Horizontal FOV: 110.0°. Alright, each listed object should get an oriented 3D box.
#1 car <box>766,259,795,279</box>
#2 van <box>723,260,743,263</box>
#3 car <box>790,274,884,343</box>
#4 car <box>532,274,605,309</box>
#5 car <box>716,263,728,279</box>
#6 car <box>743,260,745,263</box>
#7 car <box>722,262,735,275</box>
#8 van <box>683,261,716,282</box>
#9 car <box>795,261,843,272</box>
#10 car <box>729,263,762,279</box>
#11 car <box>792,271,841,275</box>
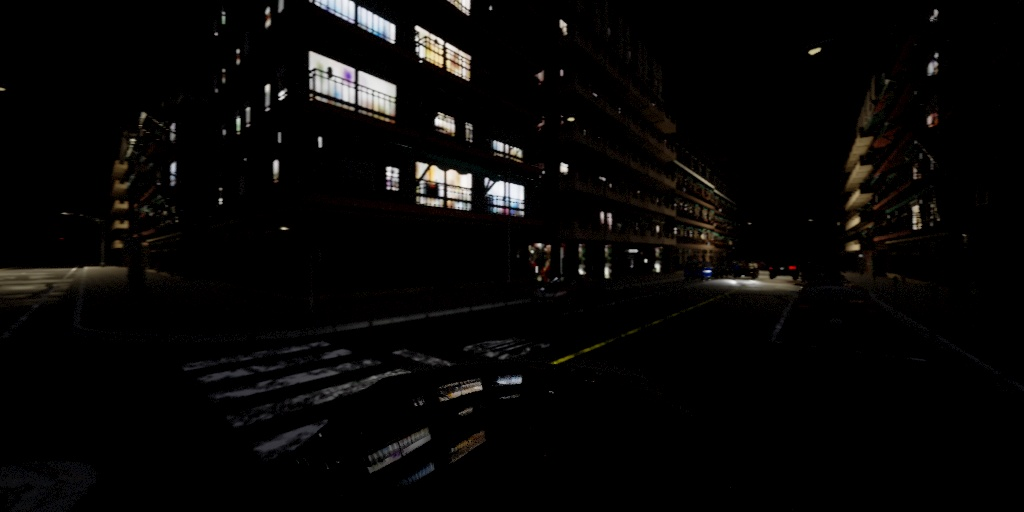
[{"bbox_3d":[27.721,1.338,36.526,2.150,2.045,5.566,0,0,41],"label":"car"},{"bbox_3d":[27.767,1.511,45.592,1.690,1.789,3.998,0,0,40],"label":"van"},{"bbox_3d":[8.968,1.396,10.043,1.888,1.381,4.507,0,0,40],"label":"car"},{"bbox_3d":[2.563,1.426,15.396,1.802,1.307,4.207,0,0,40],"label":"car"},{"bbox_3d":[20.516,1.657,36.889,1.802,1.307,4.207,0,0,40],"label":"car"},{"bbox_3d":[31.375,1.533,49.956,2.192,1.841,5.009,0,0,40],"label":"car"},{"bbox_3d":[24.144,1.705,41.237,1.802,1.307,4.207,0,0,40],"label":"car"},{"bbox_3d":[16.885,1.369,32.542,1.690,1.789,3.998,0,0,40],"label":"van"},{"bbox_3d":[19.641,1.302,22.820,2.192,1.841,5.009,0,0,40],"label":"car"},{"bbox_3d":[24.510,1.704,37.523,1.895,1.301,4.718,0,0,40],"label":"car"},{"bbox_3d":[12.380,1.460,14.127,1.948,1.339,4.313,0,0,40],"label":"car"}]
